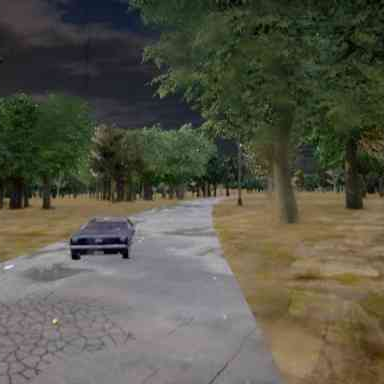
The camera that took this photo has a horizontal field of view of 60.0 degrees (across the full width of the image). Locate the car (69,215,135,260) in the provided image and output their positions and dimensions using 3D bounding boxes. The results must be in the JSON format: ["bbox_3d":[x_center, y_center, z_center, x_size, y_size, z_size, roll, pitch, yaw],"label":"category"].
[{"bbox_3d":[-3.144,1.552,12.402,1.895,1.301,4.718,0,0,-7],"label":"car"}]
